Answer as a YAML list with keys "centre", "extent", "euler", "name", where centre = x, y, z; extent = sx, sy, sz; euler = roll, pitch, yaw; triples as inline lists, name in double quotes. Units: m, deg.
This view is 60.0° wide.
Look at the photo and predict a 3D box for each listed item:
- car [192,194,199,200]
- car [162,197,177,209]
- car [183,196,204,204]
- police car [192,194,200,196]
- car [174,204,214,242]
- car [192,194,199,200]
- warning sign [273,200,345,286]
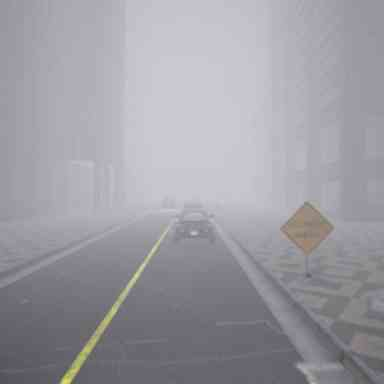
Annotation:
- centre: [0.921, 1.407, 87.849]
  extent: [1.812, 1.442, 4.674]
  euler: [0, 0, 0]
  name: "car"
- centre: [-3.072, 1.491, 46.065]
  extent: [2.128, 1.511, 4.902]
  euler: [0, 0, 0]
  name: "car"
- centre: [0.101, 1.499, 32.485]
  extent: [1.882, 1.535, 5.008]
  euler: [0, 0, 0]
  name: "car"
- centre: [0.918, 1.342, 77.958]
  extent: [1.930, 1.638, 5.238]
  euler: [0, 0, 0]
  name: "police car"
- centre: [0.096, 1.550, 16.328]
  extent: [1.812, 1.442, 4.674]
  euler: [0, 0, 0]
  name: "car"
- centre: [0.922, 1.363, 93.850]
  extent: [1.837, 1.490, 4.892]
  euler: [0, 0, 0]
  name: "car"
- centre: [2.710, 1.131, 7.857]
  extent: [1.300, 1.860, 1.060]
  euler: [-1, -1, 0]
  name: "warning sign"
